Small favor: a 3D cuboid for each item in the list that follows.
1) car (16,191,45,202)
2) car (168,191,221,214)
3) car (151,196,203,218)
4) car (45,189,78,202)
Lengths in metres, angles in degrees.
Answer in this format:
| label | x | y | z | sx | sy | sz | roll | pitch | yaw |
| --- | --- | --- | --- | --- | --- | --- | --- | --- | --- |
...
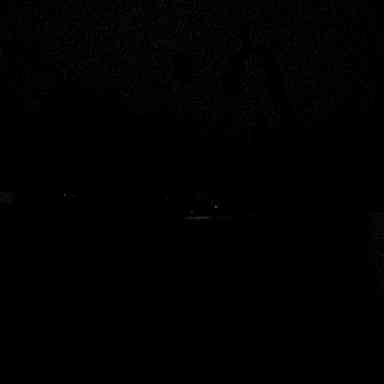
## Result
| label | x | y | z | sx | sy | sz | roll | pitch | yaw |
| --- | --- | --- | --- | --- | --- | --- | --- | --- | --- |
| car | -21.618 | 0.539 | 44.594 | 5.357 | 1.411 | 2.033 | 3 | 3 | 40 |
| car | 0.014 | 0.938 | 31.487 | 5.566 | 2.045 | 2.150 | 1 | 2 | 39 |
| car | -1.536 | 1.363 | 28.248 | 4.181 | 1.385 | 1.994 | 1 | 2 | 39 |
| car | -17.774 | 0.364 | 45.961 | 4.553 | 1.767 | 2.097 | 3 | 3 | 39 |
